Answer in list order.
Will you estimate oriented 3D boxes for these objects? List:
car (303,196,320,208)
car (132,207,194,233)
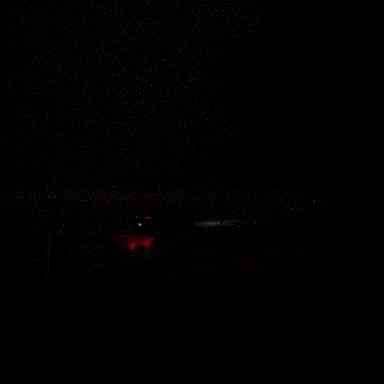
[{"bbox_3d":[20.884,1.677,58.154,2.150,2.045,5.566,2,1,29],"label":"car"},{"bbox_3d":[-1.683,1.693,21.363,2.128,1.511,4.902,2,1,34],"label":"car"}]
